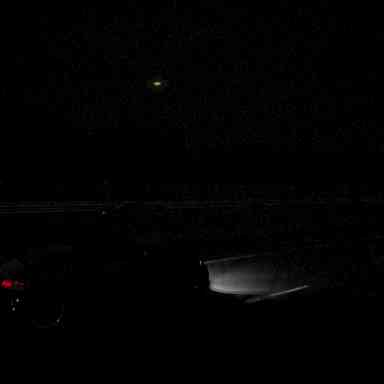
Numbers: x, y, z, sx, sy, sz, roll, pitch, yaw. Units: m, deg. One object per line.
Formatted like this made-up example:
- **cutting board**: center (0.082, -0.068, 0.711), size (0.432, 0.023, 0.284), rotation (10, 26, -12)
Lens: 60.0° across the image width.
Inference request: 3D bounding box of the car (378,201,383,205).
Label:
- **car**: center (29.841, 1.594, 49.420), size (5.357, 1.411, 2.033), rotation (0, 0, -32)

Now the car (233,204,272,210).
- **car**: center (4.296, 1.569, 24.037), size (5.357, 1.411, 2.033), rotation (0, 0, -35)

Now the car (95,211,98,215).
- **car**: center (-5.180, 1.525, 25.986), size (4.674, 1.442, 1.812), rotation (0, 0, -35)

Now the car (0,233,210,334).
- **car**: center (-1.680, 1.563, 6.821), size (4.181, 1.385, 1.994), rotation (0, 0, -35)

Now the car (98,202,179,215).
- **car**: center (-3.379, 1.549, 22.981), size (5.357, 1.411, 2.033), rotation (0, 0, -35)
